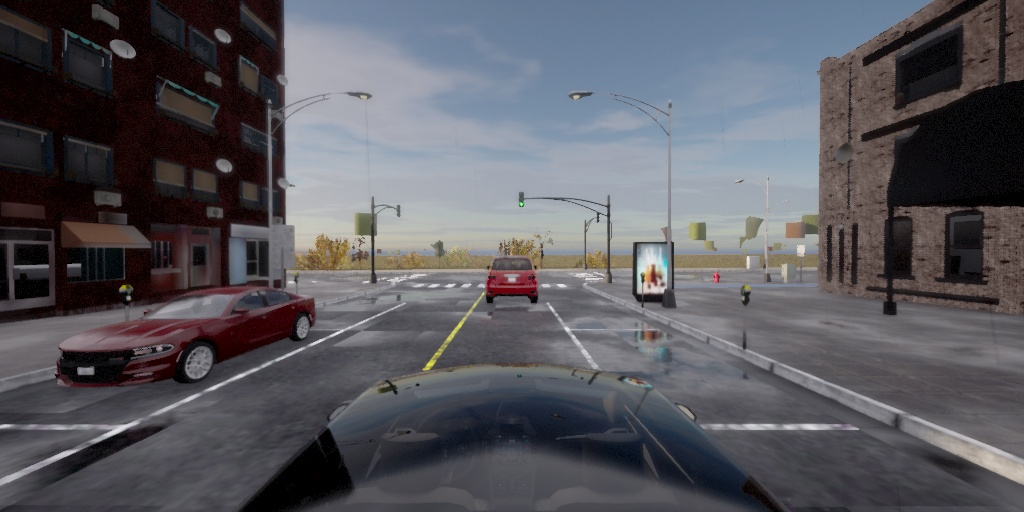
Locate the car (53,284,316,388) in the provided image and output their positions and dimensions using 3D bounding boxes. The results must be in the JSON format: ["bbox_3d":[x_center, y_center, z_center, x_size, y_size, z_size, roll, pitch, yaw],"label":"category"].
[{"bbox_3d":[-5.691,1.293,7.041,1.888,1.381,4.507,0,0,0],"label":"car"}]

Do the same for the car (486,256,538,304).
[{"bbox_3d":[0.000,1.004,16.530,2.150,2.045,5.566,0,0,0],"label":"car"}]
